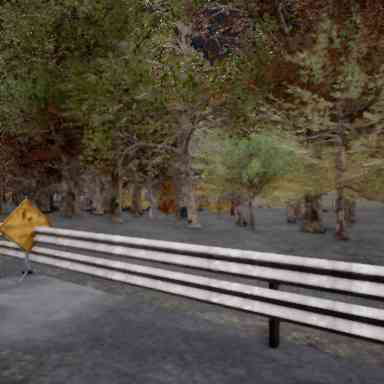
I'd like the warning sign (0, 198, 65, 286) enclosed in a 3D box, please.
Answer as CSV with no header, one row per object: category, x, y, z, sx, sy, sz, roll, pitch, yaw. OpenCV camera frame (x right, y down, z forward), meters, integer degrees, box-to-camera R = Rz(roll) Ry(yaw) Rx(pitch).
warning sign,-3.968,1.096,7.987,1.060,1.860,1.300,-2,0,36
